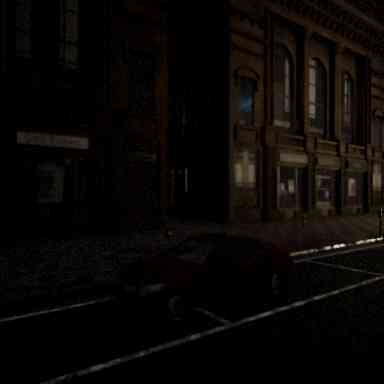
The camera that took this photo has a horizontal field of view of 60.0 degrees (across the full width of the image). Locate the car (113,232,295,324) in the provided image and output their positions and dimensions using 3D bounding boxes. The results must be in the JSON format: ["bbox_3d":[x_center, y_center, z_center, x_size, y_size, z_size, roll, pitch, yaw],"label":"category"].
[{"bbox_3d":[0.453,1.566,7.088,4.206,1.307,1.802,0,1,-36],"label":"car"}]
